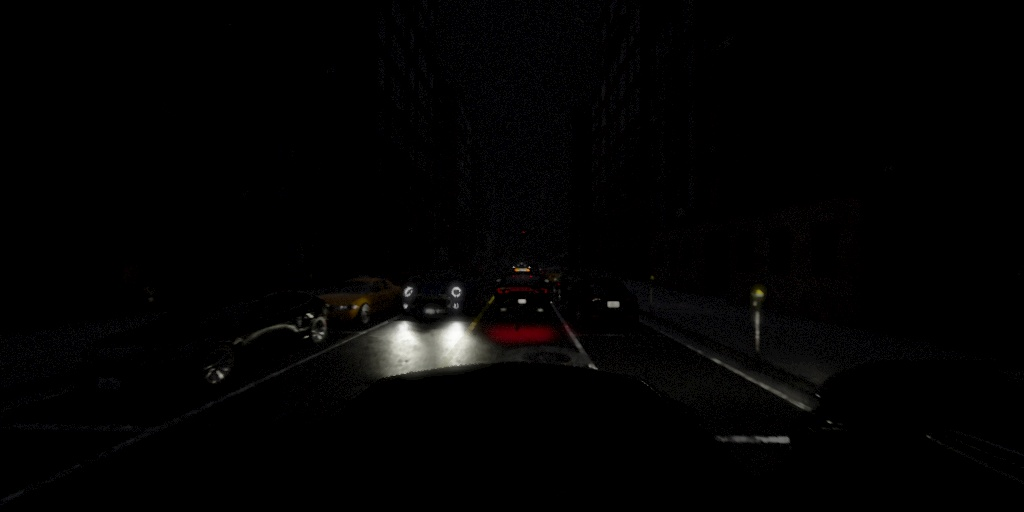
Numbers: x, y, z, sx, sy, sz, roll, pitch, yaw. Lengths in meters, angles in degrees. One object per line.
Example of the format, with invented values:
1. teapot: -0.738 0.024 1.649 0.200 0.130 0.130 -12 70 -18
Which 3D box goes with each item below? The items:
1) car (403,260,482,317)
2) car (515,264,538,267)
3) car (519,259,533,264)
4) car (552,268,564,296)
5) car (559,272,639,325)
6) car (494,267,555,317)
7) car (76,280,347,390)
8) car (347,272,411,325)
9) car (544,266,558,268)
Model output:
1. car: -2.547 1.181 13.616 2.097 1.767 4.553 0 0 2
2. car: 0.808 1.538 27.820 1.895 1.301 4.718 0 0 2
3. car: 1.051 1.474 39.793 1.801 1.575 5.366 0 0 2
4. car: 3.051 1.440 17.514 1.948 1.339 4.313 0 0 2
5. car: 2.896 1.400 12.104 1.948 1.339 4.313 0 0 2
6. car: 0.402 1.317 13.699 1.882 1.535 5.008 0 -1 2
7. car: -5.280 1.337 6.932 1.948 1.339 4.313 0 0 2
8. car: -5.130 1.337 12.172 1.751 1.417 4.829 0 0 2
9. car: 3.365 1.474 28.506 1.751 1.417 4.829 0 0 2
